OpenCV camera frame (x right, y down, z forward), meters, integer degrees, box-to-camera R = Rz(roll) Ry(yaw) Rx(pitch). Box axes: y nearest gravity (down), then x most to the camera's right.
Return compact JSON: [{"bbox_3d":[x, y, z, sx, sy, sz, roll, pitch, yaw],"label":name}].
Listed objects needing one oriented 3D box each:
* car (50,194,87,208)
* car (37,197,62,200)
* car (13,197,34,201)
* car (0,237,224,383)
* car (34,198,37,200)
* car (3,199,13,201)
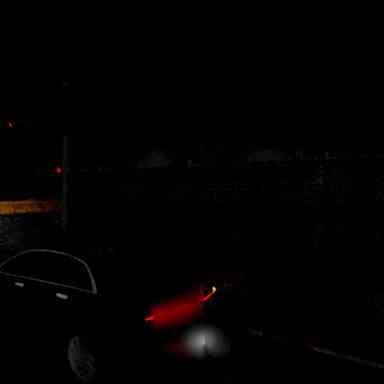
[{"bbox_3d":[-17.536,1.250,47.338,2.097,1.767,4.553,0,0,34],"label":"car"},{"bbox_3d":[-16.618,1.412,42.432,1.837,1.490,4.892,0,0,34],"label":"car"},{"bbox_3d":[-22.248,1.500,40.299,1.895,1.301,4.718,0,0,34],"label":"car"},{"bbox_3d":[-1.854,1.494,5.307,4.892,1.490,1.837,0,0,36],"label":"car"},{"bbox_3d":[-22.843,1.437,45.696,2.033,1.411,5.357,0,0,34],"label":"car"},{"bbox_3d":[-21.884,1.385,34.548,1.882,1.535,5.008,0,0,34],"label":"car"}]
